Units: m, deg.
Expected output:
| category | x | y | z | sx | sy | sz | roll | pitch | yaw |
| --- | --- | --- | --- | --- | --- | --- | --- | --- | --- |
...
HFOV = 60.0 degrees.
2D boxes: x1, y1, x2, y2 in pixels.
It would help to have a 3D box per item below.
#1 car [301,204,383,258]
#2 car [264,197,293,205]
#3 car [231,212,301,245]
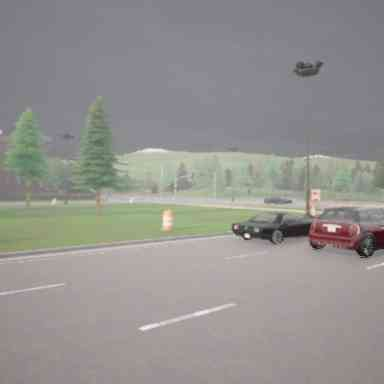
| category | x | y | z | sx | sy | sz | roll | pitch | yaw |
| --- | --- | --- | --- | --- | --- | --- | --- | --- | --- |
| car | 6.652 | 1.339 | 12.937 | 4.553 | 1.767 | 2.097 | 0 | 0 | -35 |
| car | 15.088 | 1.499 | 58.385 | 2.033 | 1.411 | 5.357 | 0 | 0 | -35 |
| car | 4.178 | 1.588 | 15.477 | 4.718 | 1.301 | 1.895 | 0 | 0 | -35 |
